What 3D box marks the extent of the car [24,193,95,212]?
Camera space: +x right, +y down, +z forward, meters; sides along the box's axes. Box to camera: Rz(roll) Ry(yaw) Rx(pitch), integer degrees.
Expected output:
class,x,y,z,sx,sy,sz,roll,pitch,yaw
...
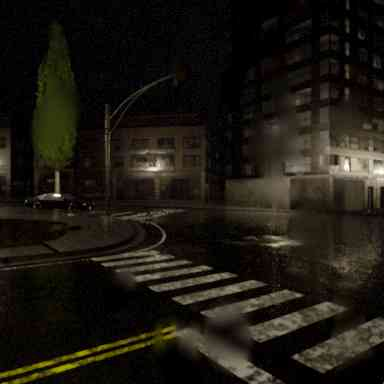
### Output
class,x,y,z,sx,sy,sz,roll,pitch,yaw
car,-10.486,0.786,26.344,5.357,1.411,2.033,1,0,11
